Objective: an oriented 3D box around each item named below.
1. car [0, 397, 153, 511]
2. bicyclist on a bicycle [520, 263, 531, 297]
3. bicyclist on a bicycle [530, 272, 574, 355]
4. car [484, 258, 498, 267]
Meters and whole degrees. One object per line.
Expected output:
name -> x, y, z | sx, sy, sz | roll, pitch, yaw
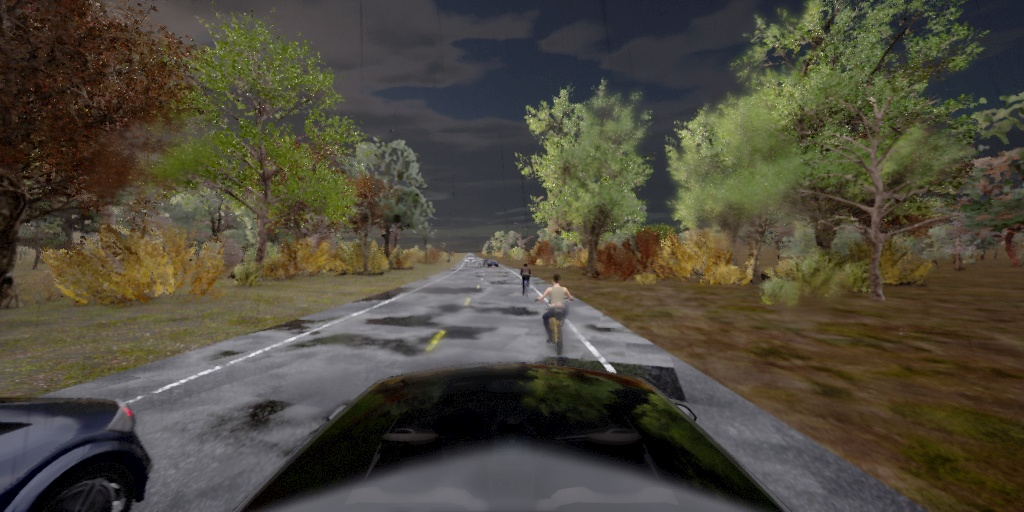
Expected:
car -> -3.627, 1.318, 0.838 | 1.994, 1.385, 4.181 | 0, 0, 0
bicyclist on a bicycle -> 0.685, 1.199, 17.899 | 0.582, 1.620, 1.656 | 0, 0, -2
bicyclist on a bicycle -> 0.938, 1.185, 7.694 | 0.866, 1.612, 1.509 | 0, 0, -1
car -> -3.464, 1.262, 62.603 | 1.895, 1.301, 4.718 | 0, 0, -6
